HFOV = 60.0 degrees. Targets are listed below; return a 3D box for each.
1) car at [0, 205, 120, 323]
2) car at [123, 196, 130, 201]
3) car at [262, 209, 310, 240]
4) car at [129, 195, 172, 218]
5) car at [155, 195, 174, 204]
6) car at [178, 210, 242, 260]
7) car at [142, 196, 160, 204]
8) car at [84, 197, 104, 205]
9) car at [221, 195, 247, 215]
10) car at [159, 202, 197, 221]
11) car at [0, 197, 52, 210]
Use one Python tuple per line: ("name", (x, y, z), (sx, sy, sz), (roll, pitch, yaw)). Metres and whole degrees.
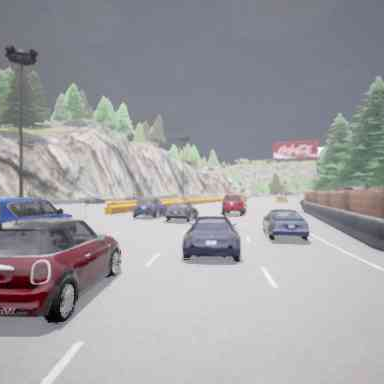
("car", (-3.096, 1.345, 7.403), (2.097, 1.767, 4.553), (0, 0, 3))
("car", (-12.041, 1.559, 66.040), (1.994, 1.385, 4.181), (0, 0, 17))
("car", (4.778, 1.593, 17.431), (2.033, 1.411, 5.357), (0, 0, 7))
("car", (-3.657, 1.369, 30.222), (2.097, 1.767, 4.553), (0, 0, 11))
("car", (-5.204, 1.413, 64.496), (2.097, 1.767, 4.553), (0, 0, 17))
("car", (0.772, 1.583, 12.533), (1.994, 1.385, 4.181), (0, 0, 5))
("car", (-8.176, 1.589, 66.739), (1.994, 1.385, 4.181), (0, 0, 17))
("car", (-17.611, 1.541, 59.753), (1.994, 1.385, 4.181), (0, 0, 17))
("car", (4.418, 1.285, 34.433), (2.150, 2.045, 5.566), (0, 0, 14))
("car", (-0.773, 1.575, 27.089), (2.033, 1.411, 5.357), (0, 0, 11))
("car", (-6.277, 1.204, 12.238), (2.150, 2.045, 5.566), (0, 0, 5))
